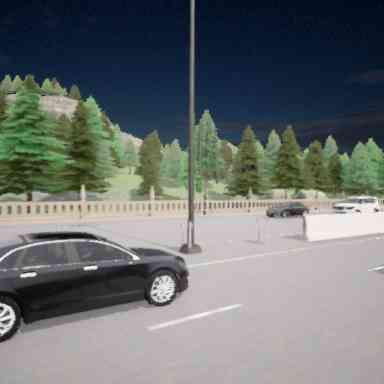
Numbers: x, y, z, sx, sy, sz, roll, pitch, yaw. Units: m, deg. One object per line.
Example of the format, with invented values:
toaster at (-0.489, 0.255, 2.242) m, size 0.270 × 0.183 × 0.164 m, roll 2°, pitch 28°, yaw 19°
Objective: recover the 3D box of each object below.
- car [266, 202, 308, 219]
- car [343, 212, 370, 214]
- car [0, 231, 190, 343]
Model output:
car at (9.192, 1.701, 31.714) m, size 4.892 × 1.490 × 1.837 m, roll 0°, pitch 0°, yaw -34°
car at (15.806, 1.453, 31.944) m, size 5.566 × 2.045 × 2.150 m, roll 0°, pitch 0°, yaw -34°
car at (-2.295, 1.523, 6.428) m, size 4.892 × 1.490 × 1.837 m, roll 0°, pitch 0°, yaw -36°
